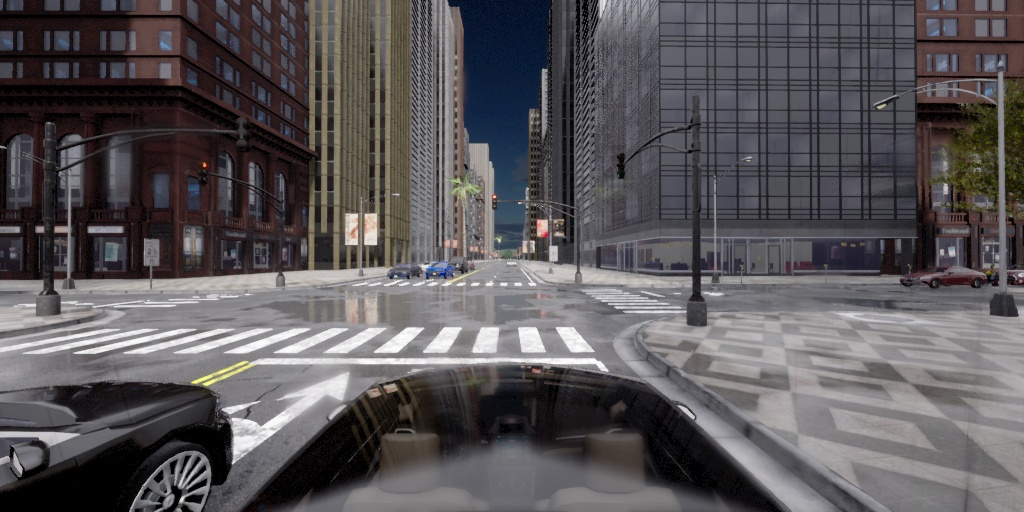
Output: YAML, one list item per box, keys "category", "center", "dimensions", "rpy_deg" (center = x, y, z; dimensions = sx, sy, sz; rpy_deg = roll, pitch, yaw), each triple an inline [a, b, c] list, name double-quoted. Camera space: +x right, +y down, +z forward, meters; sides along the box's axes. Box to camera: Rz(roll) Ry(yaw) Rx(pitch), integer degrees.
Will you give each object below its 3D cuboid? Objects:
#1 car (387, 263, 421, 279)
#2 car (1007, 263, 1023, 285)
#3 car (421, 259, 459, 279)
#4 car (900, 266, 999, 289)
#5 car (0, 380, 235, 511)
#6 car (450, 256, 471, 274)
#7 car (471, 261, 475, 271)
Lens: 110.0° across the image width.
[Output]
- category: "car"
  center: [-9.863, 1.361, 33.518]
  dimensions: [2.033, 1.411, 5.357]
  rpy_deg: [0, 0, 3]
- category: "car"
  center: [32.073, 1.117, 22.090]
  dimensions: [4.097, 1.591, 1.967]
  rpy_deg: [0, 0, -1]
- category: "car"
  center: [-6.643, 1.291, 33.548]
  dimensions: [1.882, 1.535, 5.008]
  rpy_deg: [0, 0, 2]
- category: "car"
  center: [26.435, 1.275, 21.994]
  dimensions: [4.207, 1.307, 1.802]
  rpy_deg: [0, 0, -1]
- category: "car"
  center: [-3.138, 1.241, 0.908]
  dimensions: [2.128, 1.511, 4.902]
  rpy_deg: [0, 0, -1]
- category: "car"
  center: [-6.659, 1.067, 43.656]
  dimensions: [2.150, 2.045, 5.566]
  rpy_deg: [0, 0, 0]
- category: "car"
  center: [-6.657, 1.411, 53.946]
  dimensions: [1.812, 1.442, 4.674]
  rpy_deg: [0, 0, 0]
